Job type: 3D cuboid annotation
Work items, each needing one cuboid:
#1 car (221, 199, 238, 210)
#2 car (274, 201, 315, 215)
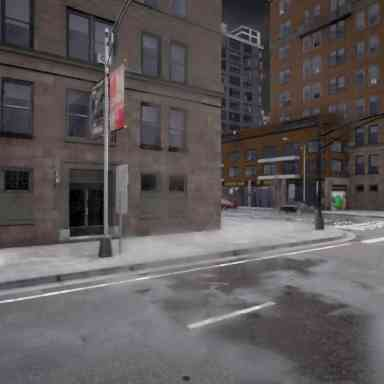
[{"bbox_3d":[4.164,1.594,43.257,1.802,1.307,4.206,0,0,-35],"label":"car"},{"bbox_3d":[10.520,1.580,34.251,1.947,1.339,4.313,0,0,-35],"label":"car"}]
